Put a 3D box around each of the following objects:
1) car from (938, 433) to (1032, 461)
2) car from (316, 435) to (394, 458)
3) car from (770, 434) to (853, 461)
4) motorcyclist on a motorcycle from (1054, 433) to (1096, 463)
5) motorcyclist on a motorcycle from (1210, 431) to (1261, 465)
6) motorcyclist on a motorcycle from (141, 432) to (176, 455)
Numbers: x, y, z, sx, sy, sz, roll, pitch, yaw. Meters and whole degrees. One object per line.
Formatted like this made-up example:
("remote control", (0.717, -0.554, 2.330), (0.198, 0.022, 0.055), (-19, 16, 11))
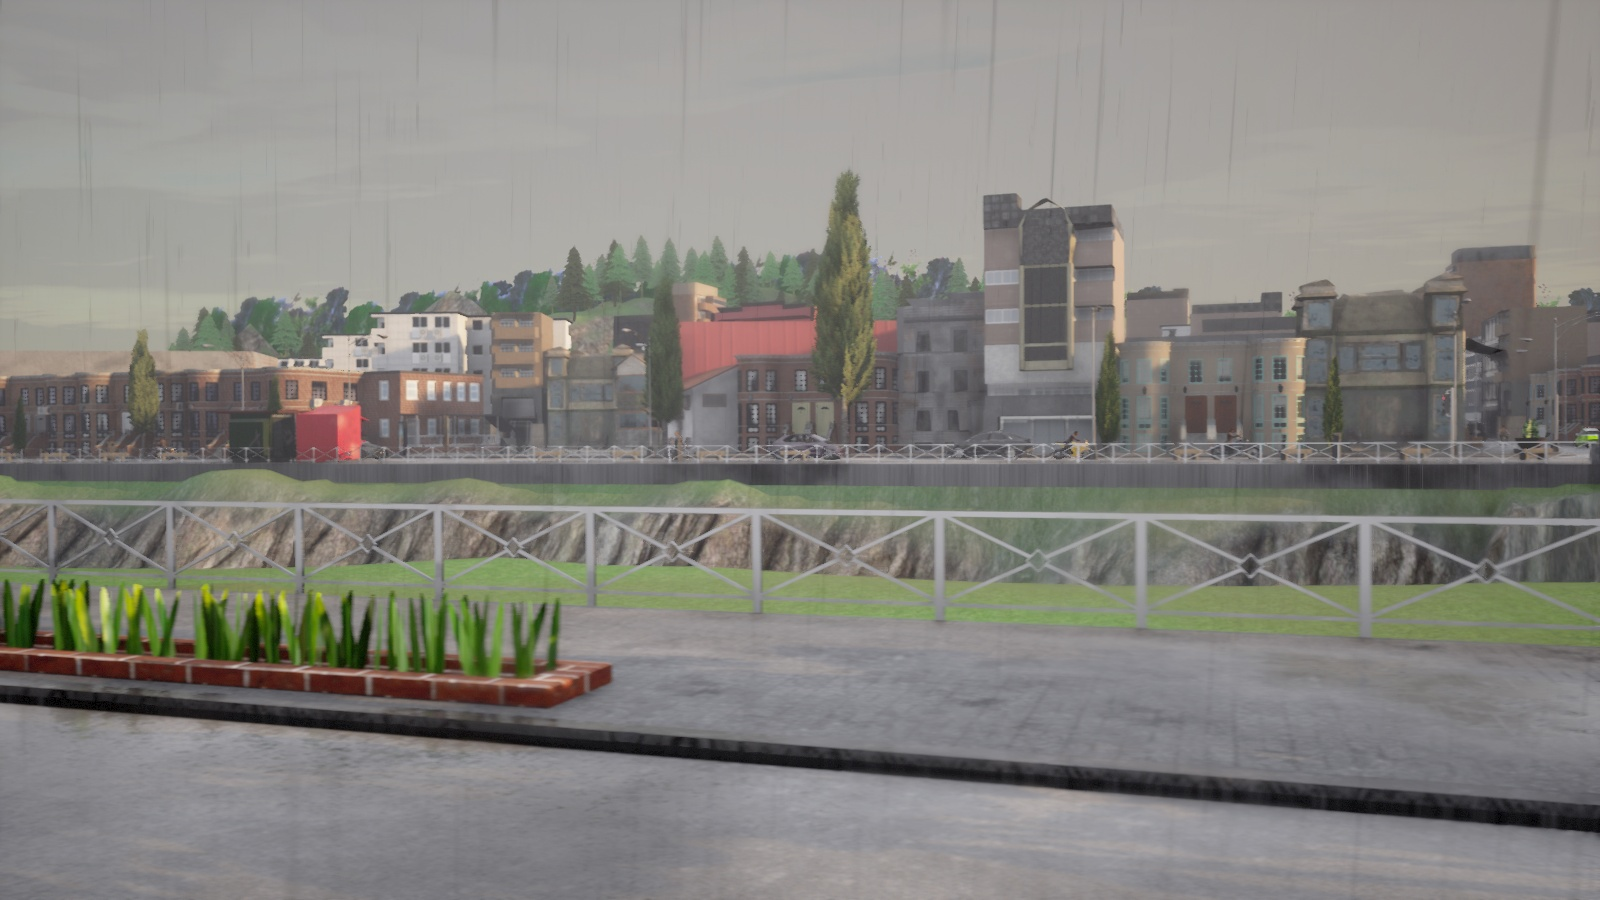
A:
("car", (10.272, -0.180, 69.591), (4.892, 1.490, 1.837), (0, 1, 19))
("car", (-27.663, -0.207, 78.107), (4.181, 1.385, 1.994), (0, 1, 19))
("car", (0.616, -0.147, 68.614), (4.193, 1.474, 1.816), (0, 1, 19))
("motorcyclist on a motorcycle", (14.029, -0.127, 64.111), (2.044, 1.523, 0.797), (0, 1, 19))
("motorcyclist on a motorcycle", (21.359, -0.130, 61.647), (2.350, 1.649, 0.766), (0, 1, 18))
("motorcyclist on a motorcycle", (-45.017, -0.449, 88.152), (2.350, 1.649, 0.766), (0, 1, 19))
